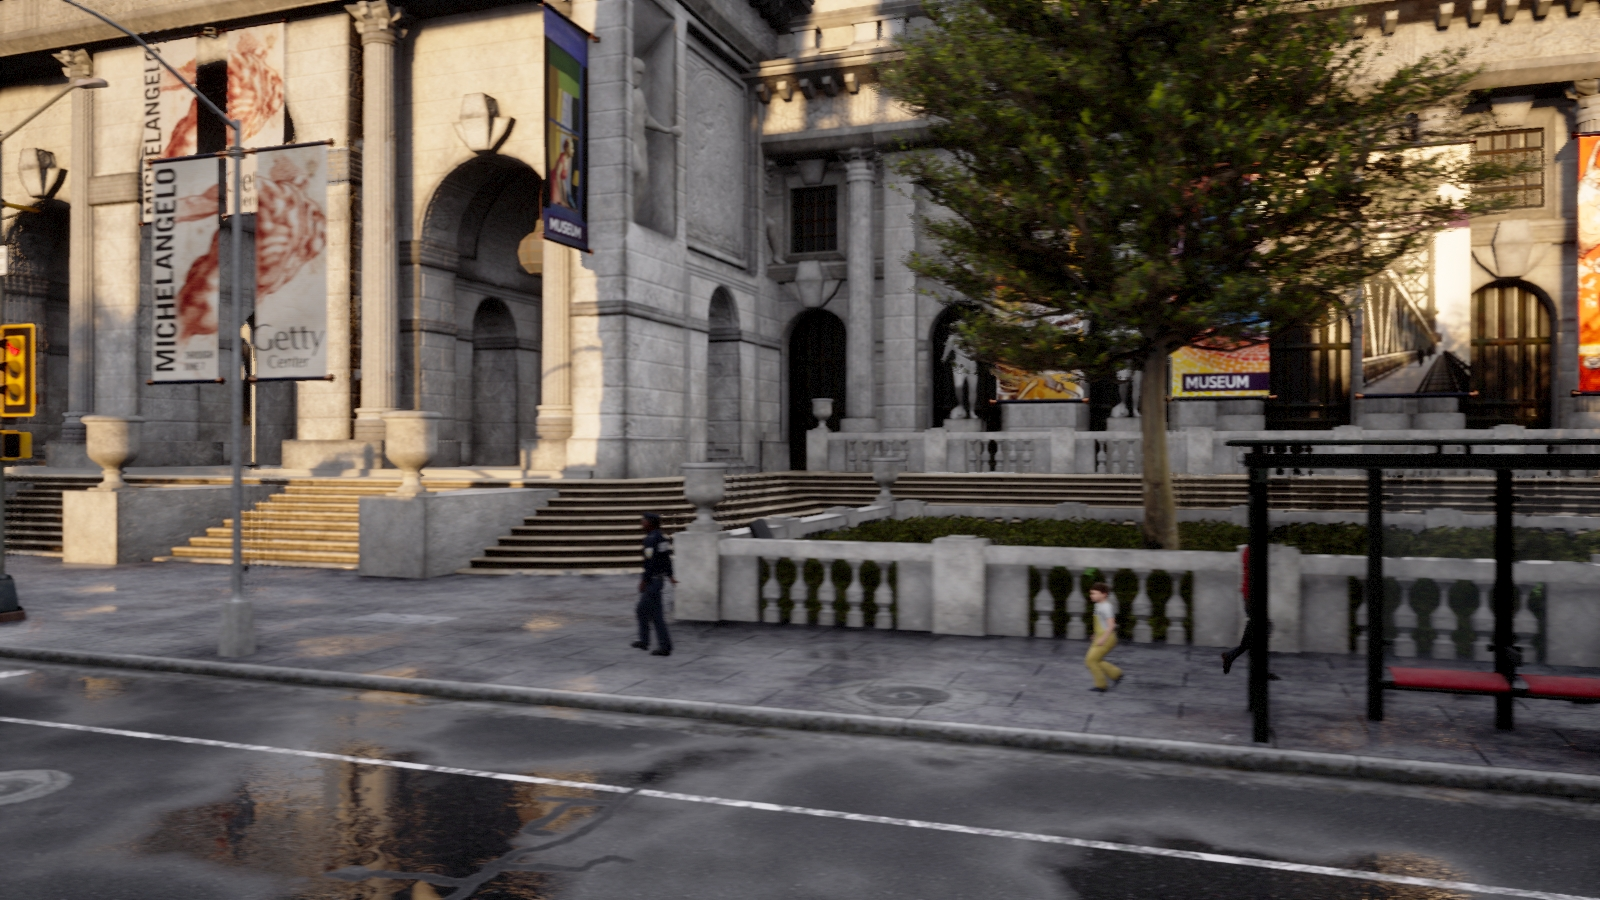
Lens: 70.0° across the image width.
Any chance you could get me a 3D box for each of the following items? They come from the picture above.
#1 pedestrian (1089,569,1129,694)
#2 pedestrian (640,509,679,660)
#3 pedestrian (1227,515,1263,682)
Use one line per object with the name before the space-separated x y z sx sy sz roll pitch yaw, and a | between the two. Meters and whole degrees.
pedestrian | 3.383 1.976 12.514 0.375 1.300 0.375 0 0 7
pedestrian | -1.787 1.696 14.548 0.375 1.860 0.375 0 0 14
pedestrian | 5.133 1.696 13.164 0.375 1.860 0.375 0 0 23
